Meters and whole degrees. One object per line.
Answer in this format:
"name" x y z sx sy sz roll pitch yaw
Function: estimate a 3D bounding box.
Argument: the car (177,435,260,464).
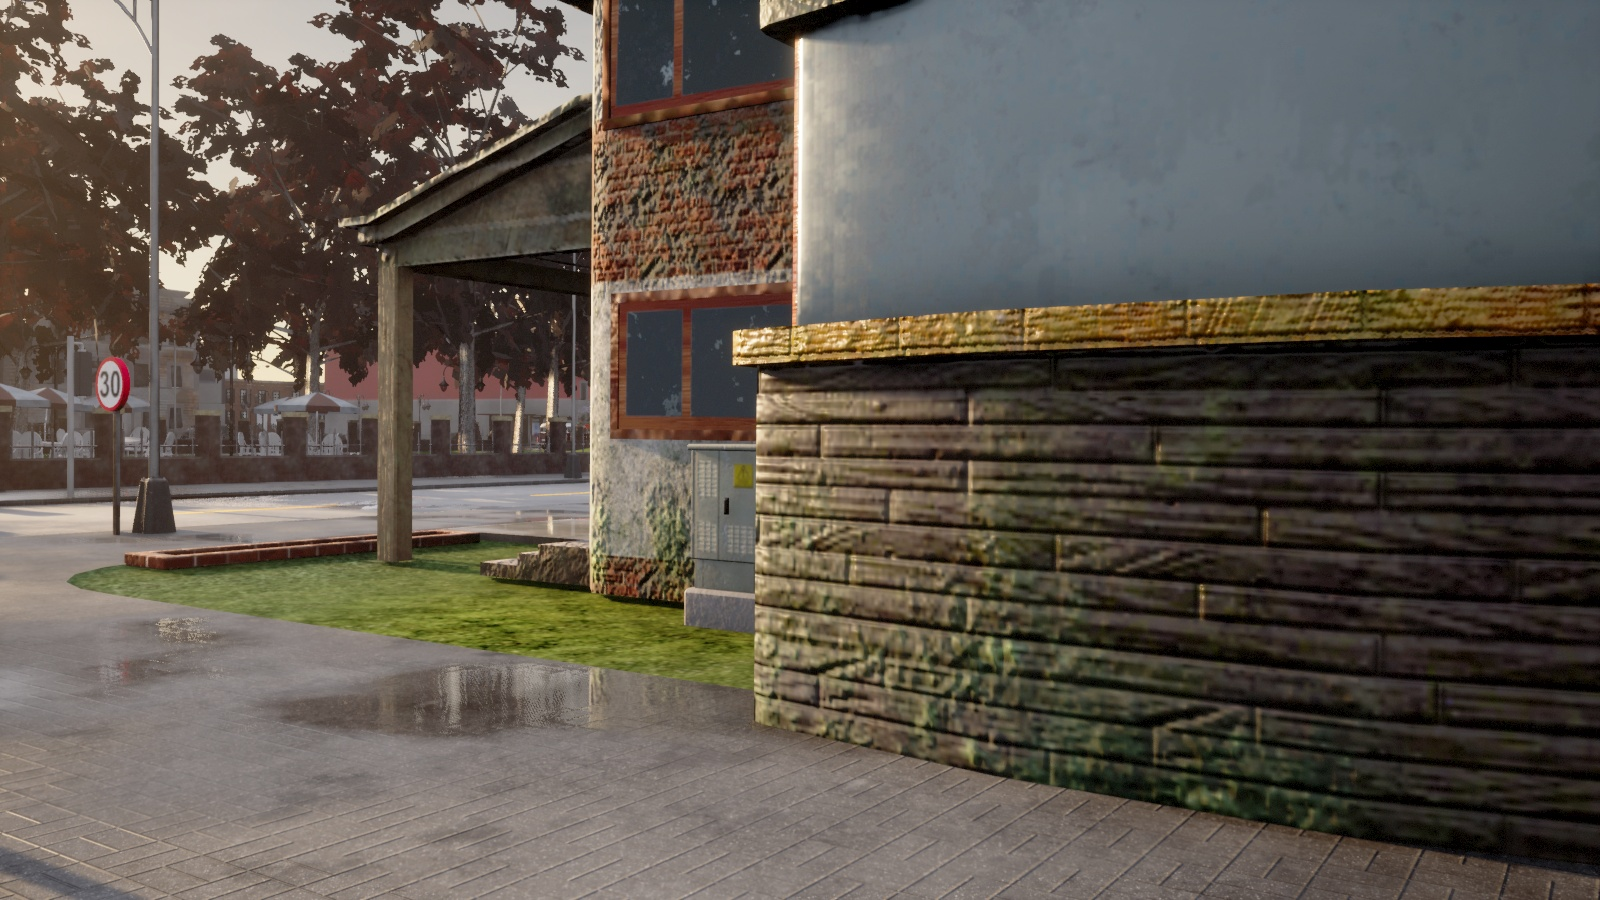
"car" -33.546 -0.057 72.544 1.851 1.617 3.988 0 1 33

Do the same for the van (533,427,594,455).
"van" -18.045 -0.693 96.037 2.069 2.038 4.480 0 1 34

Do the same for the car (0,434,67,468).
"car" -41.995 0.056 66.988 2.097 1.767 4.553 0 1 33
